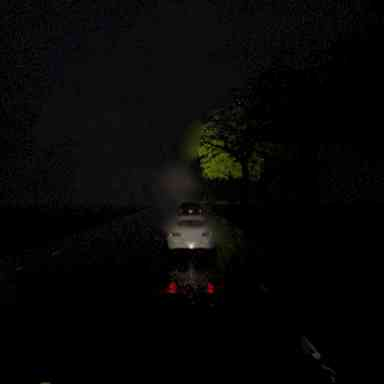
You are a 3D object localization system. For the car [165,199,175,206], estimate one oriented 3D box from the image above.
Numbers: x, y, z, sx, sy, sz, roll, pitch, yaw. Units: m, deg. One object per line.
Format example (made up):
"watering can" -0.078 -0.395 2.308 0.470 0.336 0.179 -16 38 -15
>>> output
"car" -4.138 2.064 64.984 1.994 1.385 4.181 0 0 0

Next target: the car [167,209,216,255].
"car" -0.014 1.660 13.913 1.812 1.442 4.674 0 0 0

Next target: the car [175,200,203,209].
"car" -0.110 1.620 28.430 2.097 1.767 4.553 0 -1 0
